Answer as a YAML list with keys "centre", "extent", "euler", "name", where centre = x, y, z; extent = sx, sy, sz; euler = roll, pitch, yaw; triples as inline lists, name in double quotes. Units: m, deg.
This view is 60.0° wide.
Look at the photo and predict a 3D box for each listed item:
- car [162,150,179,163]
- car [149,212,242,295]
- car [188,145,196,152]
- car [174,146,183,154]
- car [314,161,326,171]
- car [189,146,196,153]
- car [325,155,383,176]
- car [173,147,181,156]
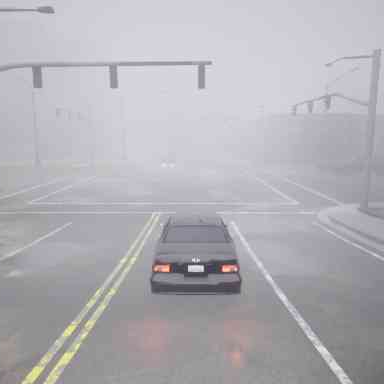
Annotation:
- centre: [-3.534, -5.298, 51.515]
  extent: [2.033, 1.411, 5.357]
  euler: [0, 9, 0]
  name: "car"
- centre: [0.084, 1.218, 8.389]
  extent: [2.033, 1.411, 5.357]
  euler: [0, 4, 0]
  name: "car"
- centre: [0.109, -12.028, 91.705]
  extent: [2.097, 1.767, 4.553]
  euler: [0, 9, 0]
  name: "car"
- centre: [-3.415, -8.504, 71.188]
  extent: [2.033, 1.411, 5.357]
  euler: [0, 9, 0]
  name: "car"
- centre: [16.319, -3.051, 37.322]
  extent: [4.902, 1.511, 2.128]
  euler: [0, 9, 0]
  name: "car"
- centre: [0.098, -10.168, 81.759]
  extent: [1.895, 1.301, 4.718]
  euler: [0, 9, 0]
  name: "car"
- centre: [17.064, -2.755, 33.817]
  extent: [5.566, 2.045, 2.150]
  euler: [0, 9, 1]
  name: "car"
- centre: [-3.494, -6.882, 60.993]
  extent: [1.837, 1.490, 4.892]
  euler: [0, 9, 0]
  name: "car"
